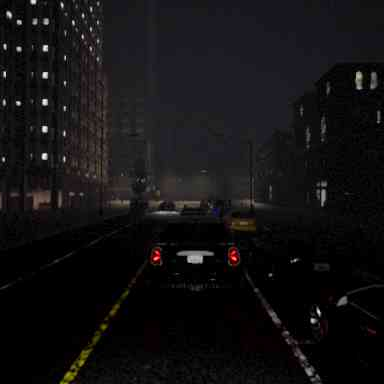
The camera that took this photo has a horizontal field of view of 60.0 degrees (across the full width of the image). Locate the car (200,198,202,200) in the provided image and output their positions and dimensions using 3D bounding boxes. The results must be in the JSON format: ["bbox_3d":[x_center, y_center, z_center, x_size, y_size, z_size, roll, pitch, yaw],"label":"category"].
[{"bbox_3d":[2.706,1.815,52.351,1.947,1.339,4.313,1,0,0],"label":"car"}]

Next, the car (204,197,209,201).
[{"bbox_3d":[2.707,1.615,35.918,1.967,1.590,4.097,1,0,0],"label":"car"}]

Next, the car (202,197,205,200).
[{"bbox_3d":[2.709,1.515,41.397,2.192,1.841,5.009,1,0,0],"label":"car"}]

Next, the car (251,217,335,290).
[{"bbox_3d":[2.702,1.611,8.994,1.947,1.339,4.313,1,0,0],"label":"car"}]

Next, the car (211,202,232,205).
[{"bbox_3d":[2.704,1.674,24.962,2.008,1.369,4.403,1,0,0],"label":"car"}]

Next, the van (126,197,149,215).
[{"bbox_3d":[-5.672,1.516,35.916,1.690,1.788,3.998,1,0,0],"label":"van"}]

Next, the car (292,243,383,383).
[{"bbox_3d":[2.702,1.584,3.449,1.947,1.339,4.313,1,0,0],"label":"car"}]

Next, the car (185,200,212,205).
[{"bbox_3d":[0.101,1.615,24.896,2.128,1.511,4.902,0,0,0],"label":"car"}]

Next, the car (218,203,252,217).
[{"bbox_3d":[2.704,1.622,19.654,1.752,1.417,4.829,1,0,0],"label":"car"}]

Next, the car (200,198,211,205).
[{"bbox_3d":[2.707,1.872,68.784,2.008,1.369,4.403,1,0,0],"label":"car"}]

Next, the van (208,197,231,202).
[{"bbox_3d":[2.708,1.490,30.442,1.690,1.788,3.998,1,0,0],"label":"van"}]

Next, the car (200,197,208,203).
[{"bbox_3d":[2.831,1.950,79.736,1.802,1.307,4.206,1,0,0],"label":"car"}]

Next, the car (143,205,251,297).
[{"bbox_3d":[0.094,1.395,8.852,2.097,1.767,4.553,0,0,1],"label":"car"}]

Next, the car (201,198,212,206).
[{"bbox_3d":[2.707,1.863,63.306,1.947,1.339,4.313,1,0,0],"label":"car"}]

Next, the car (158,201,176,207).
[{"bbox_3d":[-3.054,1.766,41.692,1.994,1.385,4.181,0,0,0],"label":"car"}]
